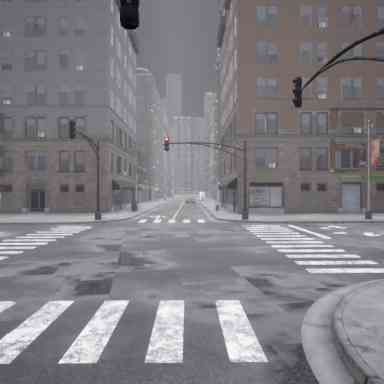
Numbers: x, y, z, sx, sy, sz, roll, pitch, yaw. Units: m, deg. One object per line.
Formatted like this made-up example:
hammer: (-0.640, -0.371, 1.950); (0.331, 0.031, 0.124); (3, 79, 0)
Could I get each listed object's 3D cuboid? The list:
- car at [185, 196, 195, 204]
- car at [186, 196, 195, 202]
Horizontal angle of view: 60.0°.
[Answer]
car: (-0.313, 1.650, 63.756); (1.895, 1.301, 4.718); (0, 0, 0)
car: (-0.383, 1.485, 73.761); (1.895, 1.301, 4.718); (0, 0, 0)
